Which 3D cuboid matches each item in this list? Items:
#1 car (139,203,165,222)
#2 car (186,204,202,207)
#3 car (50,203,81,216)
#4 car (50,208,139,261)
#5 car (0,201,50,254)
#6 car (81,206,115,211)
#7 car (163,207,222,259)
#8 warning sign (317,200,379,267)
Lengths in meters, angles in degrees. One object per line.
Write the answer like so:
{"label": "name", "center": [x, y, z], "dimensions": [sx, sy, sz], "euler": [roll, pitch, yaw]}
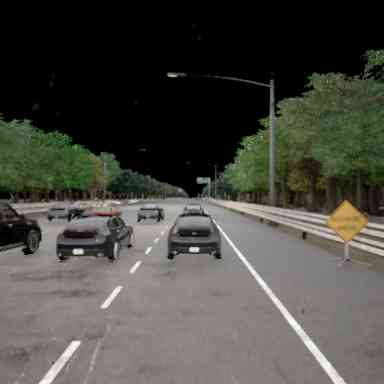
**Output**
{"label": "car", "center": [-3.359, 1.699, 27.888], "dimensions": [2.128, 1.511, 4.902], "euler": [0, -1, 1]}
{"label": "car", "center": [0.151, 1.743, 28.919], "dimensions": [1.812, 1.442, 4.674], "euler": [0, -1, 1]}
{"label": "car", "center": [-10.358, 1.699, 27.937], "dimensions": [2.128, 1.511, 4.902], "euler": [0, -1, 1]}
{"label": "car", "center": [-3.409, 1.572, 12.456], "dimensions": [1.837, 1.490, 4.892], "euler": [0, 0, 1]}
{"label": "car", "center": [-6.910, 1.269, 10.650], "dimensions": [2.150, 2.045, 5.566], "euler": [0, -1, -1]}
{"label": "car", "center": [-6.873, 1.792, 26.474], "dimensions": [1.895, 1.301, 4.718], "euler": [0, -1, 1]}
{"label": "car", "center": [0.095, 1.577, 12.969], "dimensions": [1.837, 1.490, 4.892], "euler": [0, 0, 1]}
{"label": "warning sign", "center": [4.555, 1.165, 9.828], "dimensions": [1.300, 1.860, 1.060], "euler": [-1, -1, 0]}
